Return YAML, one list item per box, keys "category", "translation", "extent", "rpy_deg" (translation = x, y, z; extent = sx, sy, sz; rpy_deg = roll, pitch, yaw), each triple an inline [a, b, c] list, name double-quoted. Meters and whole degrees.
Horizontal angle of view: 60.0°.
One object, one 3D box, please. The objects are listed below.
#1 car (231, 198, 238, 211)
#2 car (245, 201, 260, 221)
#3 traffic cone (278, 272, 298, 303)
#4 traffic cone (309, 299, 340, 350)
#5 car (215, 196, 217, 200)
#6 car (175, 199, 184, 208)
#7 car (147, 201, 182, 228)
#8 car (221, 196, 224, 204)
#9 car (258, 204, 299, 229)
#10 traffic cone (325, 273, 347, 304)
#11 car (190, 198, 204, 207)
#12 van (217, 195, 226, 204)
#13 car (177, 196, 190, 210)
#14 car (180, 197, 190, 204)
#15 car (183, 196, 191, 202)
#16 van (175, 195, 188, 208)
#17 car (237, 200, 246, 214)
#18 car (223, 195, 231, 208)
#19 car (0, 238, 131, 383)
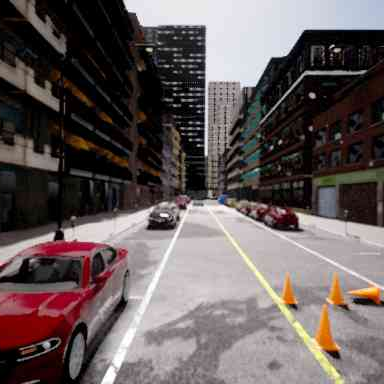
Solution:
- category: "car"
  translation: [6.164, 1.647, 39.604]
  extent: [1.752, 1.417, 4.829]
  rpy_deg: [1, 0, 1]
- category: "car"
  translation: [6.016, 1.643, 28.056]
  extent: [1.887, 1.381, 4.507]
  rpy_deg: [1, 0, 1]
- category: "traffic cone"
  translation: [2.003, 1.983, 6.956]
  extent: [0.340, 0.580, 0.340]
  rpy_deg: [0, 0, 1]
- category: "traffic cone"
  translation: [1.977, 1.979, 4.957]
  extent: [0.340, 0.580, 0.340]
  rpy_deg: [0, 0, 1]
- category: "car"
  translation: [6.598, 1.745, 73.739]
  extent: [1.752, 1.417, 4.829]
  rpy_deg: [1, 0, 1]
- category: "car"
  translation: [-1.865, 1.557, 27.976]
  extent: [1.752, 1.417, 4.829]
  rpy_deg: [1, 0, 1]
- category: "car"
  translation: [-1.936, 1.571, 22.456]
  extent: [2.008, 1.369, 4.403]
  rpy_deg: [1, 0, 1]
- category: "car"
  translation: [6.378, 1.748, 56.500]
  extent: [1.802, 1.307, 4.206]
  rpy_deg: [1, 0, 1]
- category: "car"
  translation: [5.943, 1.669, 22.366]
  extent: [1.802, 1.307, 4.206]
  rpy_deg: [1, 0, 1]
- category: "traffic cone"
  translation: [3.002, 1.991, 6.944]
  extent: [0.340, 0.580, 0.340]
  rpy_deg: [0, 0, 1]
- category: "car"
  translation: [1.031, 1.716, 54.580]
  extent: [1.895, 1.301, 4.718]
  rpy_deg: [0, 0, 1]
- category: "van"
  translation: [6.526, 1.542, 67.880]
  extent: [1.690, 1.788, 3.998]
  rpy_deg: [1, 0, 1]
- category: "car"
  translation: [-1.646, 1.614, 45.214]
  extent: [1.887, 1.381, 4.507]
  rpy_deg: [1, 0, 1]
- category: "car"
  translation: [-1.356, 1.680, 67.971]
  extent: [1.887, 1.381, 4.507]
  rpy_deg: [1, 0, 1]
- category: "car"
  translation: [-1.212, 1.717, 79.349]
  extent: [1.887, 1.381, 4.507]
  rpy_deg: [1, 0, 1]
- category: "van"
  translation: [-1.570, 1.425, 50.902]
  extent: [1.690, 1.788, 3.998]
  rpy_deg: [1, 0, 1]
- category: "car"
  translation: [6.089, 1.654, 33.745]
  extent: [1.887, 1.381, 4.507]
  rpy_deg: [1, 0, 1]
- category: "car"
  translation: [6.308, 1.676, 50.981]
  extent: [1.752, 1.417, 4.829]
  rpy_deg: [1, 0, 1]
- category: "car"
  translation: [-2.153, 1.535, 5.387]
  extent: [1.887, 1.381, 4.507]
  rpy_deg: [1, 0, 1]
